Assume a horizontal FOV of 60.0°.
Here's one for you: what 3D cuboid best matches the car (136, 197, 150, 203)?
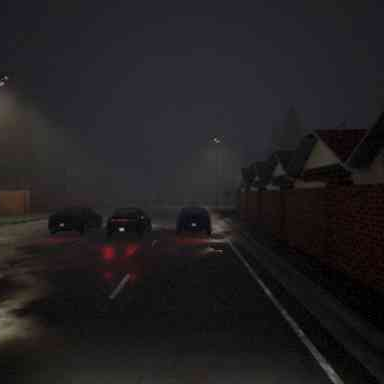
[{"bbox_3d":[-10.506,1.997,69.101,1.812,1.442,4.674,0,0,0],"label":"car"}]

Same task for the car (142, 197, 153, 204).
[{"bbox_3d":[-10.507,1.926,79.105,2.128,1.511,4.902,0,0,0],"label":"car"}]

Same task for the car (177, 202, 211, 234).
[{"bbox_3d":[0.098,1.619,20.152,1.882,1.535,5.008,0,0,0],"label":"car"}]

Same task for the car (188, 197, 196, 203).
[{"bbox_3d":[-0.007,1.901,79.106,1.837,1.490,4.892,0,0,0],"label":"car"}]

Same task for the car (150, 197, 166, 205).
[{"bbox_3d":[-7.006,1.970,68.686,1.837,1.490,4.892,0,0,0],"label":"car"}]

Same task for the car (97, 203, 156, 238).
[{"bbox_3d":[-3.402,1.622,18.546,2.128,1.511,4.902,0,0,0],"label":"car"}]

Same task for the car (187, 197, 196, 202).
[{"bbox_3d":[-0.006,1.988,68.686,2.128,1.511,4.902,0,0,0],"label":"car"}]

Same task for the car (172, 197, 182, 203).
[{"bbox_3d":[-3.507,1.941,79.105,2.033,1.411,5.357,0,0,0],"label":"car"}]

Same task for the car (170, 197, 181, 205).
[{"bbox_3d":[-3.506,1.998,69.102,1.812,1.442,4.674,0,0,0],"label":"car"}]

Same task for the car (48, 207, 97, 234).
[{"bbox_3d":[-6.901,1.619,20.144,1.882,1.535,5.008,0,0,0],"label":"car"}]
